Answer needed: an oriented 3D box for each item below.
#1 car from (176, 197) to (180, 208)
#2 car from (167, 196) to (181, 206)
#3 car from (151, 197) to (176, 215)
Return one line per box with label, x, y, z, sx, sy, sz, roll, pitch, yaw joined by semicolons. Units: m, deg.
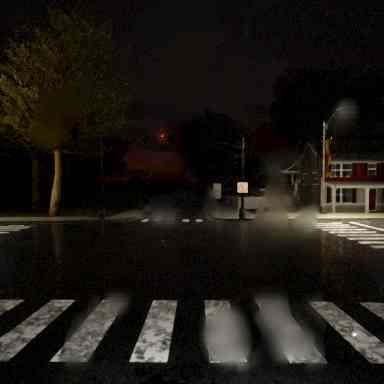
car;-2.933;1.460;44.119;1.837;1.490;4.892;0;0;0
car;-2.889;1.484;54.747;2.033;1.411;5.357;0;0;0
car;-2.973;1.447;33.816;1.882;1.535;5.008;0;0;0
